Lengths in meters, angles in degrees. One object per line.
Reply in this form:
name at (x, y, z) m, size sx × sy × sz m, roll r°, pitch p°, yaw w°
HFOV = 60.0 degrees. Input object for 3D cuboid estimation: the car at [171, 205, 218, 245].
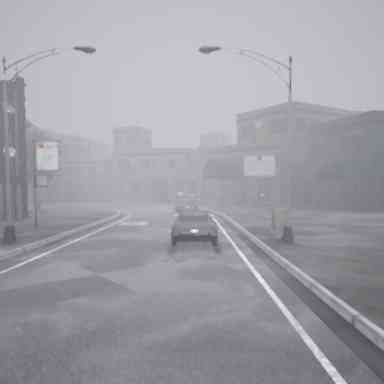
car at (0.097, 1.511, 15.274) m, size 1.994 × 1.385 × 4.181 m, roll 0°, pitch 0°, yaw 0°

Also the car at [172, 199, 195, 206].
car at (-0.777, 1.352, 32.445) m, size 1.994 × 1.385 × 4.181 m, roll -1°, pitch 1°, yaw -10°
